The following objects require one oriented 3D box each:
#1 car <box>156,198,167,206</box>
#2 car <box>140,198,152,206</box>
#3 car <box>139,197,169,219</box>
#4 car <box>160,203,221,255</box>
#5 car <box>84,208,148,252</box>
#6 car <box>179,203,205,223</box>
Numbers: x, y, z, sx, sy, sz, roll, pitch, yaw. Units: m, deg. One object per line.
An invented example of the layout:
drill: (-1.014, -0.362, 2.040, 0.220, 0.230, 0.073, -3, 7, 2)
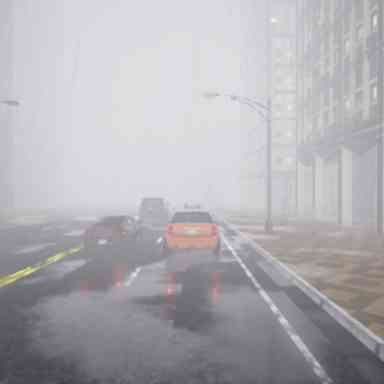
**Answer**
car: (-6.468, 2.097, 70.987, 1.837, 1.490, 4.892, 0, 0, 0)
car: (-9.718, 2.097, 70.989, 1.837, 1.490, 4.892, 0, 0, 0)
car: (-3.236, 1.477, 29.029, 2.150, 2.045, 5.566, 0, 0, 0)
car: (0.009, 1.479, 14.061, 2.097, 1.767, 4.553, 0, -1, 0)
car: (-3.240, 1.657, 14.373, 1.812, 1.442, 4.674, 0, 0, 0)
car: (0.017, 1.755, 29.290, 2.128, 1.511, 4.902, 0, 0, 0)
